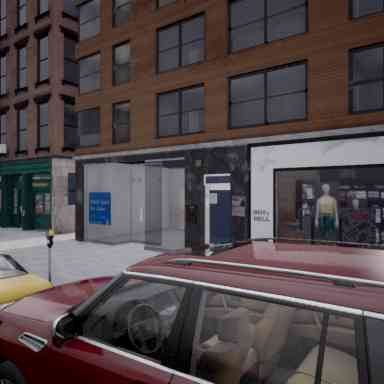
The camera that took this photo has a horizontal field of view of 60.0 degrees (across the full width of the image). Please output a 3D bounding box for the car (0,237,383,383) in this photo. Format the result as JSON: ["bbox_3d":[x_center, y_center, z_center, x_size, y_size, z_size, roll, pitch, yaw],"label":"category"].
[{"bbox_3d":[0.347,1.315,2.564,5.009,1.841,2.192,0,0,36],"label":"car"}]
